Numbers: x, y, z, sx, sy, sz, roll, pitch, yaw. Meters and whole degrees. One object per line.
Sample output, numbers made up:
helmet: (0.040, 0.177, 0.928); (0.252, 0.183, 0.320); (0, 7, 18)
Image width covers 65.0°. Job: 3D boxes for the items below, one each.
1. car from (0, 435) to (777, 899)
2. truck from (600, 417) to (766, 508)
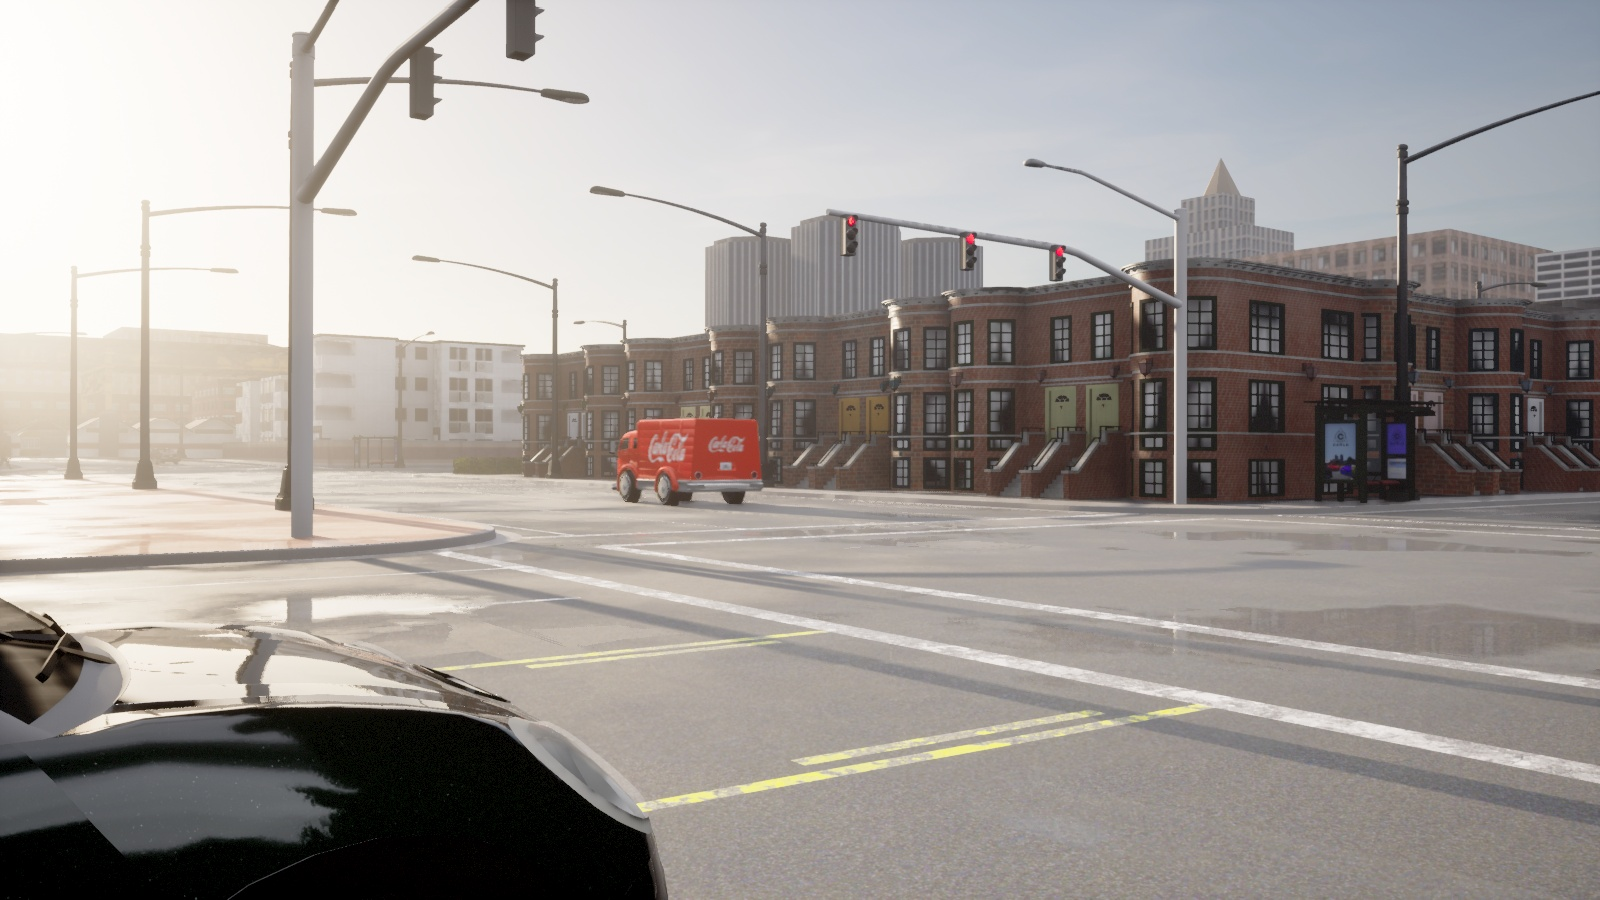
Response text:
car: (-2.171, 0.720, 2.205); (3.806, 1.475, 1.970); (0, 0, -35)
truck: (-3.536, 0.356, 36.924); (2.627, 2.467, 5.204); (0, 0, -35)
